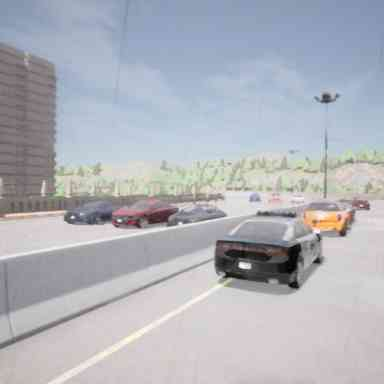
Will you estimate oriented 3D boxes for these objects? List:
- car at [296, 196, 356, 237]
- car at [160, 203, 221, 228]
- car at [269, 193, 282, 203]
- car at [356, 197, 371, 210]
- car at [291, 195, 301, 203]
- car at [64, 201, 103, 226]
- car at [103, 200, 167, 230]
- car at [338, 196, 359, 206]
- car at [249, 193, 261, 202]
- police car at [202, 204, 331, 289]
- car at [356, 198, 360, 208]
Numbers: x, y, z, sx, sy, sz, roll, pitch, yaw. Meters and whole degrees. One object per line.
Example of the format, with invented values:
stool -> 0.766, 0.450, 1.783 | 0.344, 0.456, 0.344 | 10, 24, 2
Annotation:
car -> 7.314, 1.249, 17.884 | 2.097, 1.767, 4.553 | 1, 1, 30
car -> 0.442, 1.381, 18.075 | 1.994, 1.385, 4.181 | 1, 1, 30
car -> 14.449, 0.934, 57.439 | 2.097, 1.767, 4.553 | 1, 1, 14
car -> 19.864, 1.350, 39.413 | 1.812, 1.442, 4.674 | 1, 1, 22
car -> 17.679, 1.161, 55.785 | 1.812, 1.442, 4.674 | 1, 1, 14
car -> -5.934, 1.279, 21.022 | 1.994, 1.385, 4.181 | 1, 1, 30
car -> -2.609, 1.243, 19.780 | 1.882, 1.535, 5.008 | 1, 1, 30
car -> 23.706, 1.357, 50.526 | 1.895, 1.301, 4.718 | 1, 1, 14
car -> 11.329, 1.004, 59.381 | 1.882, 1.535, 5.008 | 1, 1, 13
police car -> 2.418, 1.354, 9.326 | 1.930, 1.638, 5.238 | 1, 1, 30
car -> 10.306, 1.405, 23.120 | 1.812, 1.442, 4.674 | 1, 1, 30
